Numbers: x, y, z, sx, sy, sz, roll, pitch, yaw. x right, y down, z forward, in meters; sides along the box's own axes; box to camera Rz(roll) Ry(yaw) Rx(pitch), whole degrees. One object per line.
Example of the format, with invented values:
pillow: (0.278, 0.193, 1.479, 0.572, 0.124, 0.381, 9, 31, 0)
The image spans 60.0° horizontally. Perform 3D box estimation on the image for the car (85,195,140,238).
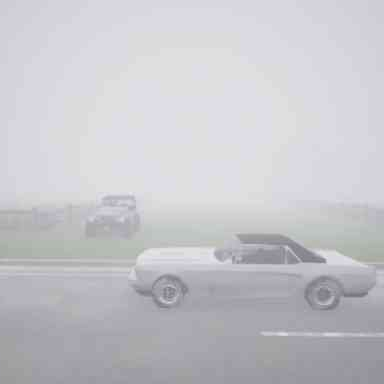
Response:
car: (-3.638, 1.098, 15.938, 1.905, 1.878, 3.866, 0, 0, 0)

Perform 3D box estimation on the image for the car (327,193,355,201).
car: (27.298, 1.087, 60.880, 4.605, 1.855, 1.932, 0, 0, 0)

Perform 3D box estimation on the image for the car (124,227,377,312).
car: (1.106, 1.571, 7.077, 4.718, 1.301, 1.895, 0, 0, 0)
